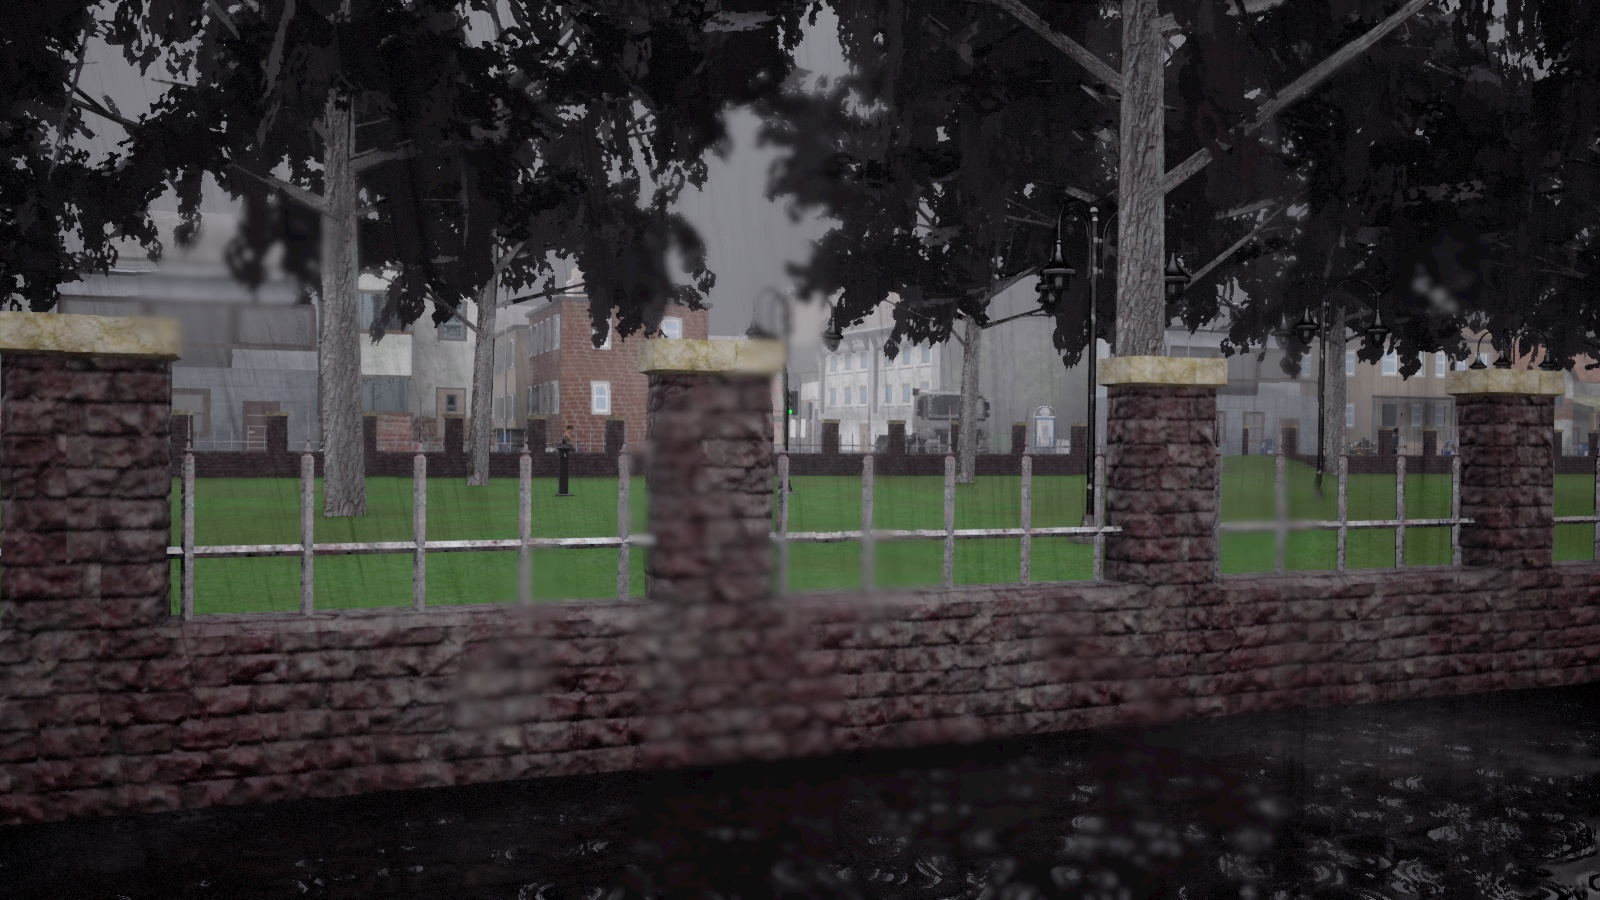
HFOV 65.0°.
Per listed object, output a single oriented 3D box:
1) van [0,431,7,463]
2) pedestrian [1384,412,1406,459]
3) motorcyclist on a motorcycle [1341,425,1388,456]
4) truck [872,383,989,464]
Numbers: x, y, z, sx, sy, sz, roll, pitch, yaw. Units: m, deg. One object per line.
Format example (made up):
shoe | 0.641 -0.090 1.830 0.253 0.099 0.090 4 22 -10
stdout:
van | -50.693 -0.168 77.829 1.775 1.987 4.442 -1 1 -21
pedestrian | 24.655 -0.605 52.029 0.788 1.949 0.423 -1 1 -21
motorcyclist on a motorcycle | 28.501 -0.507 63.443 2.191 1.530 0.866 -1 1 -21
truck | 5.847 -1.189 57.830 2.891 3.462 7.936 0 1 -13
